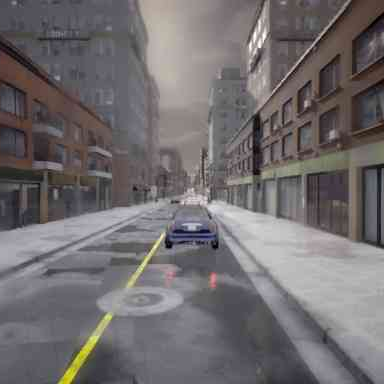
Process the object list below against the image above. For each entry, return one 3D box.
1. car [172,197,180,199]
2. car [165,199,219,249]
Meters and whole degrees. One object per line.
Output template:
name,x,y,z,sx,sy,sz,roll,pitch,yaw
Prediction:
car,-2.999,1.621,61.622,1.895,1.301,4.718,0,0,0
car,0.001,1.364,14.621,2.097,1.767,4.553,0,0,0
